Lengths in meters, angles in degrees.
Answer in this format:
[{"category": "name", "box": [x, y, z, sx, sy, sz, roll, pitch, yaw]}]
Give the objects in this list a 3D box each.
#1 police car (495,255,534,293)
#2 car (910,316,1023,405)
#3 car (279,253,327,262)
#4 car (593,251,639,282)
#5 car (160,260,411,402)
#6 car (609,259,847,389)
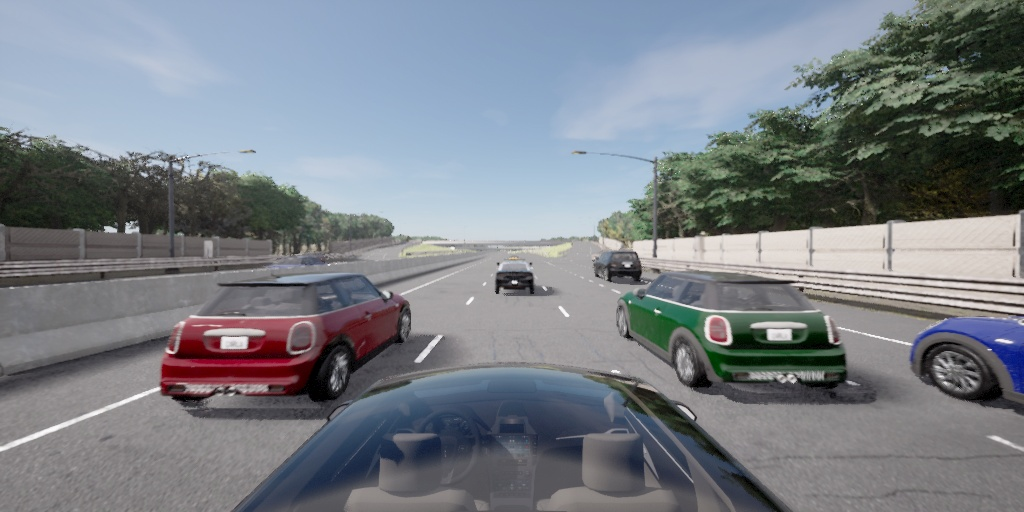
[{"category": "police car", "box": [0.136, 0.961, 19.035, 1.930, 1.638, 5.238, 0, 1, 0]}, {"category": "car", "box": [7.104, 1.090, 3.509, 2.097, 1.767, 4.553, 0, 0, 0]}, {"category": "car", "box": [-14.043, 0.811, 23.176, 2.097, 1.767, 4.553, 0, 1, 0]}, {"category": "car", "box": [7.173, 0.649, 24.815, 2.150, 2.045, 5.566, 0, 1, 1]}, {"category": "car", "box": [-3.395, 1.063, 6.512, 2.097, 1.767, 4.553, 0, 1, 0]}, {"category": "car", "box": [3.608, 1.060, 6.957, 2.097, 1.767, 4.553, 0, 1, 0]}]
